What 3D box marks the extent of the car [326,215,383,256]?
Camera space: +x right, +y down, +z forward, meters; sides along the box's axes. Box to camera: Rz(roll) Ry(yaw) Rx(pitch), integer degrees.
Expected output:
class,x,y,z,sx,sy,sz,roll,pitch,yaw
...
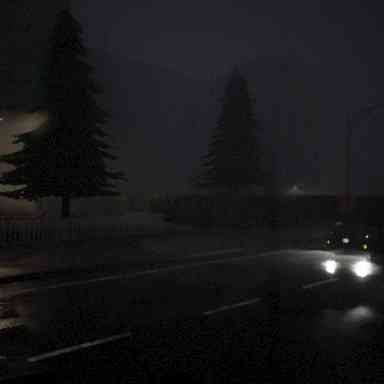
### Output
class,x,y,z,sx,sy,sz,roll,pitch,yaw
car,7.387,1.656,13.653,4.181,1.385,1.994,0,0,-36
